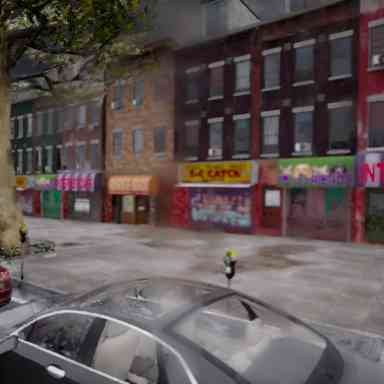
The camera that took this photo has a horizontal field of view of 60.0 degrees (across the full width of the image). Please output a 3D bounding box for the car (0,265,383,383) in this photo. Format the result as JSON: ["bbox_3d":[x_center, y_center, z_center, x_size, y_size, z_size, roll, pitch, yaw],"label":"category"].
[{"bbox_3d":[-0.565,1.550,3.196,4.403,1.369,2.008,0,1,36],"label":"car"}]
